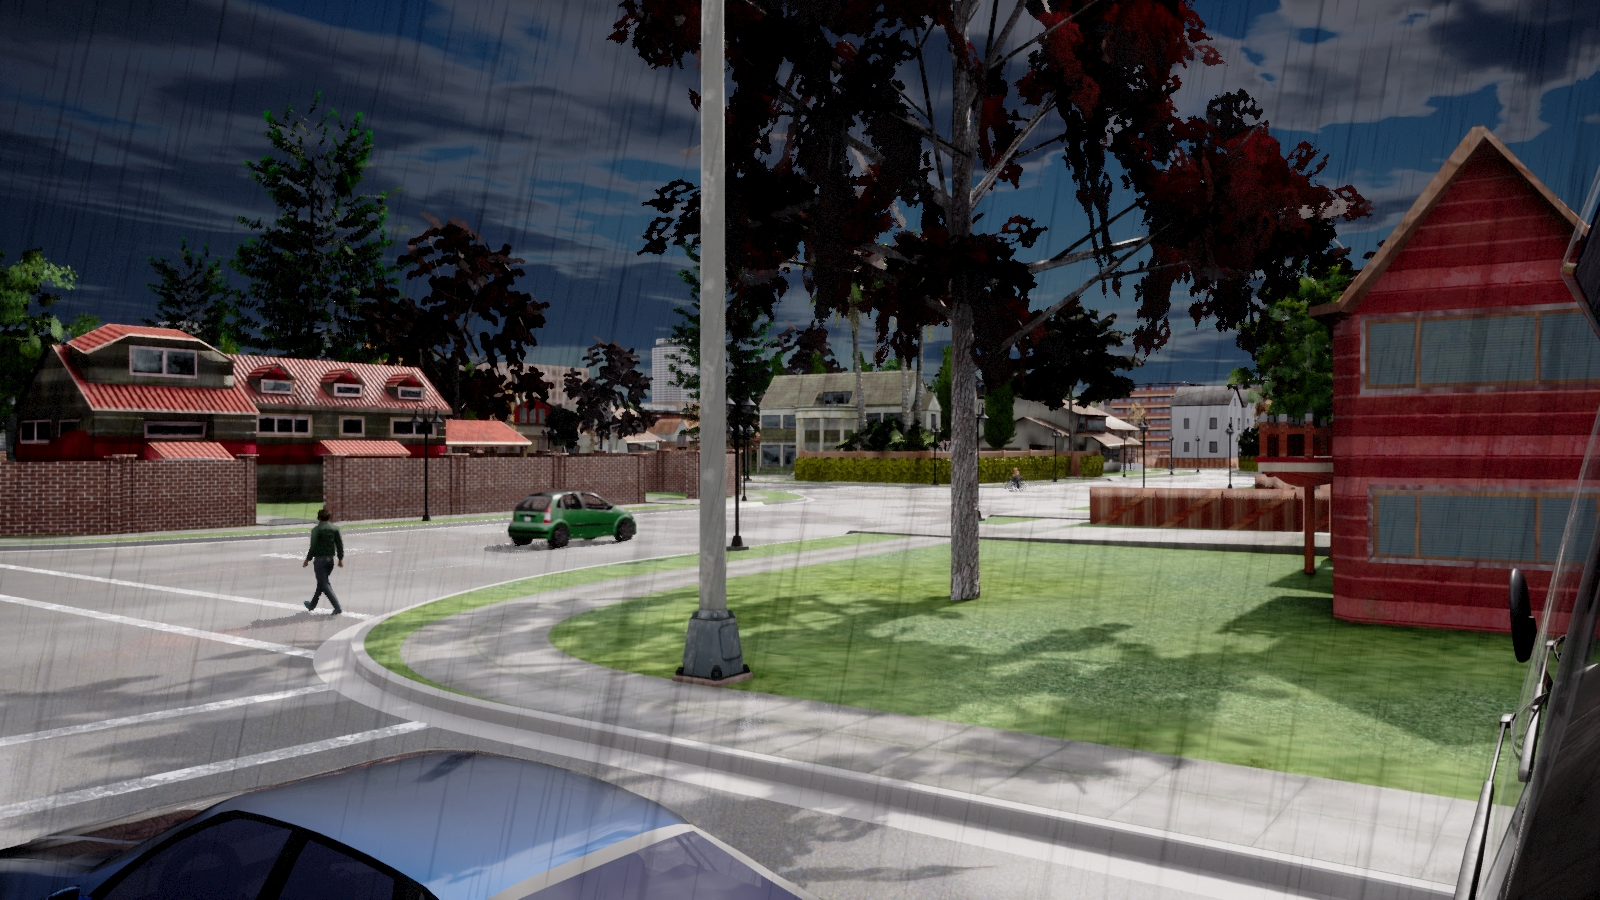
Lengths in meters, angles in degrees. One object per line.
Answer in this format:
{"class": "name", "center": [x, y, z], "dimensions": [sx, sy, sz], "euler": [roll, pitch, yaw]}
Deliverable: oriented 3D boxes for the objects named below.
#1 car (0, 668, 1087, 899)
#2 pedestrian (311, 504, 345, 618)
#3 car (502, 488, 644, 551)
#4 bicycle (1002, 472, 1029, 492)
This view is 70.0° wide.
{"class": "car", "center": [-1.713, 2.106, 4.943], "dimensions": [5.357, 1.411, 2.033], "euler": [0, 0, 36]}
{"class": "pedestrian", "center": [-7.892, 1.848, 19.112], "dimensions": [0.375, 1.860, 0.375], "euler": [0, 0, 36]}
{"class": "car", "center": [-6.681, 1.999, 33.973], "dimensions": [1.851, 1.617, 3.988], "euler": [0, 0, 34]}
{"class": "bicycle", "center": [14.199, 2.088, 75.331], "dimensions": [1.487, 1.301, 0.859], "euler": [0, -4, -16]}
